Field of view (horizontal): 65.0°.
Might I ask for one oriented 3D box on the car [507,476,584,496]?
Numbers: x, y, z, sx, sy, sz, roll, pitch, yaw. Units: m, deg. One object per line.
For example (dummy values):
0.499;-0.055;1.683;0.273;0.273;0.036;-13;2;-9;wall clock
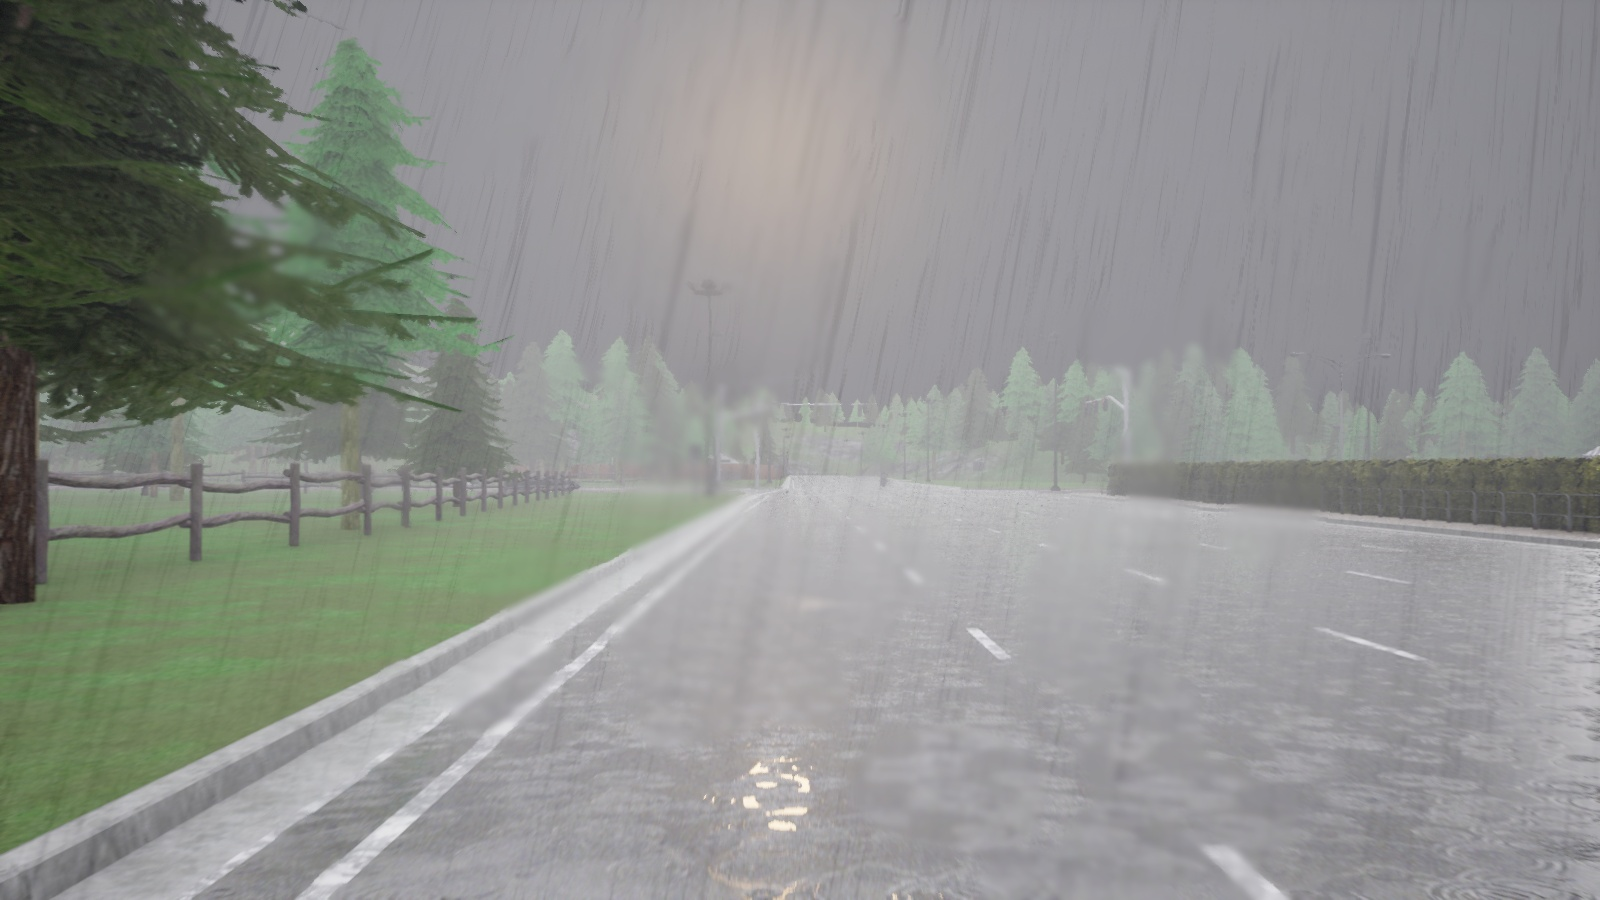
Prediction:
-16.818;2.372;83.002;4.718;1.301;1.895;0;-1;-1;car
